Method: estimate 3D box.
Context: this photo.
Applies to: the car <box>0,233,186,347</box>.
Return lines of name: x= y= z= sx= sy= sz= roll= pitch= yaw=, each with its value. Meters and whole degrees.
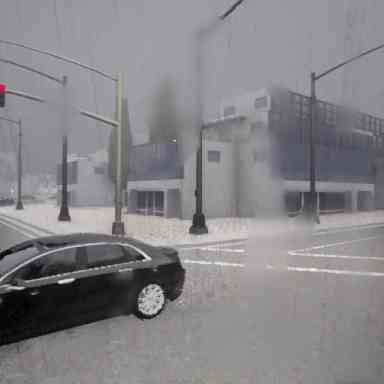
car: x=-2.365 y=1.533 z=5.696 sx=4.892 sy=1.490 sz=1.837 roll=0 pitch=0 yaw=-37

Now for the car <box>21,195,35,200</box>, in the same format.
car: x=-41.905 y=1.407 z=83.757 sx=4.674 sy=1.442 sz=1.812 roll=0 pitch=0 yaw=9

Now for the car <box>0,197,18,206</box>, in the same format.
car: x=-29.062 y=1.389 z=49.525 sx=2.128 sy=1.511 sz=4.902 roll=1 pitch=0 yaw=41

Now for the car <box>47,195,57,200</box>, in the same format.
car: x=-35.194 y=1.428 z=86.511 sx=4.892 sy=1.490 sz=1.837 roll=0 pitch=0 yaw=-3
